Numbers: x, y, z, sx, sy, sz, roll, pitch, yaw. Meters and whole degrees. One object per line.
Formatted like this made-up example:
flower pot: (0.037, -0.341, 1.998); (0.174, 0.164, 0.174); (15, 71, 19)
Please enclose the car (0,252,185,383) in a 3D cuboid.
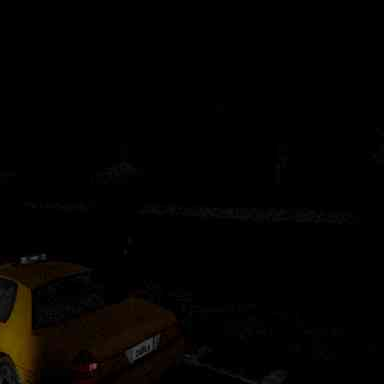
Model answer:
car: (-2.362, 1.525, 4.650); (4.829, 1.417, 1.752); (0, 0, 36)
